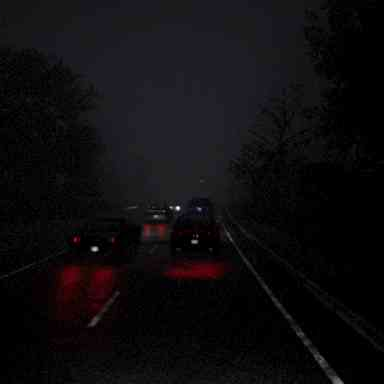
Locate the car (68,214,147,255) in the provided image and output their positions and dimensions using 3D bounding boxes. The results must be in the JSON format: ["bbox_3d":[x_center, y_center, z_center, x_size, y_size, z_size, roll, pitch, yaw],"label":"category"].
[{"bbox_3d":[-3.349,1.730,13.875,1.895,1.301,4.718,0,0,2],"label":"car"}]

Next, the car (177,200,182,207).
[{"bbox_3d":[-3.169,2.216,66.455,1.895,1.301,4.718,0,-1,6],"label":"car"}]

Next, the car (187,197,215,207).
[{"bbox_3d":[0.739,1.482,28.520,2.150,2.045,5.566,0,0,3],"label":"car"}]

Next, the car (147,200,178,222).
[{"bbox_3d":[-2.734,1.761,29.002,2.128,1.511,4.902,0,0,3],"label":"car"}]

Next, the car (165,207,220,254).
[{"bbox_3d":[0.167,1.610,14.169,1.882,1.535,5.008,0,0,2],"label":"car"}]
